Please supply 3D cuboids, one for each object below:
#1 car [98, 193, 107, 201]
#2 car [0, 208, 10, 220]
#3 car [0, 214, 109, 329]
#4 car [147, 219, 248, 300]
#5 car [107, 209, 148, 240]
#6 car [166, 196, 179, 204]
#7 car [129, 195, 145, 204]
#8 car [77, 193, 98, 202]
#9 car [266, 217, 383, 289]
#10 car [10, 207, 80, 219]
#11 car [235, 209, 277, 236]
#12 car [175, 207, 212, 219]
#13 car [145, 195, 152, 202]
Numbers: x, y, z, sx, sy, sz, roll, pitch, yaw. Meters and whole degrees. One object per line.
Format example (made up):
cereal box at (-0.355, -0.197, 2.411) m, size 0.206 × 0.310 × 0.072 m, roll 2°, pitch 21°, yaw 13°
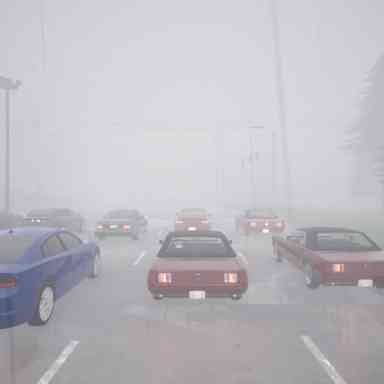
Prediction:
car at (-23.032, 1.225, 82.384) m, size 2.150 × 2.045 × 5.566 m, roll 0°, pitch 0°, yaw -37°
car at (-10.434, 1.492, 16.919) m, size 2.128 × 1.511 × 4.902 m, roll 0°, pitch 0°, yaw 0°
car at (-3.406, 1.478, 7.077) m, size 1.882 × 1.535 × 5.008 m, roll 0°, pitch 0°, yaw 0°
car at (0.093, 1.601, 8.335) m, size 1.895 × 1.301 × 4.718 m, roll 0°, pitch 0°, yaw 0°
car at (-3.427, 1.547, 16.888) m, size 2.033 × 1.411 × 5.357 m, roll 0°, pitch 0°, yaw 0°
car at (-3.862, 1.525, 65.398) m, size 1.812 × 1.442 × 4.674 m, roll 0°, pitch 0°, yaw -17°
car at (-11.224, 1.547, 65.235) m, size 2.033 × 1.411 × 5.357 m, roll 0°, pitch 0°, yaw -17°
car at (-24.762, 1.225, 78.791) m, size 2.150 × 2.045 × 5.566 m, roll 0°, pitch 0°, yaw -34°
car at (3.593, 1.601, 9.127) m, size 1.895 × 1.301 × 4.718 m, roll 0°, pitch 0°, yaw 0°
car at (-6.933, 1.505, 16.935) m, size 1.837 × 1.490 × 4.892 m, roll 0°, pitch 0°, yaw 0°
car at (3.544, 1.601, 18.295) m, size 1.895 × 1.301 × 4.718 m, roll 0°, pitch 0°, yaw -1°
car at (0.055, 1.526, 17.438) m, size 1.812 × 1.442 × 4.674 m, roll 0°, pitch 0°, yaw 1°
car at (-10.194, 1.500, 73.091) m, size 1.837 × 1.490 × 4.892 m, roll 0°, pitch 0°, yaw -23°
